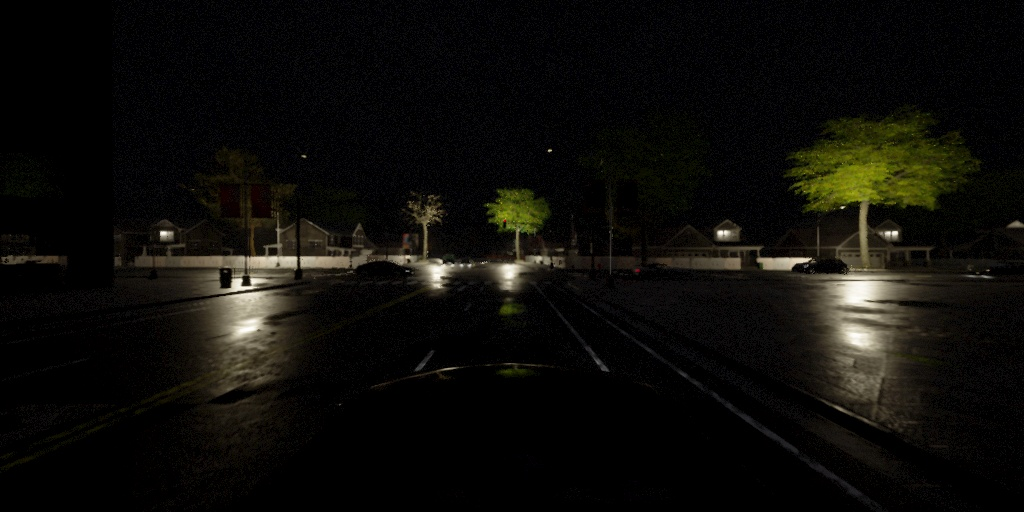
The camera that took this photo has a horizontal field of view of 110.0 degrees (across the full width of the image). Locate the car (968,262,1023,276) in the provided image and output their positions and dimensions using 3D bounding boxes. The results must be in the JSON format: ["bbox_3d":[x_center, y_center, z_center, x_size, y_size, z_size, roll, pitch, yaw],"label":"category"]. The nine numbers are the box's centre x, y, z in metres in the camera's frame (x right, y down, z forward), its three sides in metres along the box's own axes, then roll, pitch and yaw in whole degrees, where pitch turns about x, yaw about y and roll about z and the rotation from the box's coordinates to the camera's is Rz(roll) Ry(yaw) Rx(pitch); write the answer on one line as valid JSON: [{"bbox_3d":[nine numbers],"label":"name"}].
[{"bbox_3d":[48.933,1.309,35.531,5.357,1.411,2.033,0,0,2],"label":"car"}]

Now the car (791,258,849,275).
[{"bbox_3d":[31.097,1.009,36.301,4.553,1.767,2.097,0,0,2],"label":"car"}]

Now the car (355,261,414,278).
[{"bbox_3d":[-11.099,1.185,31.333,4.892,1.490,1.837,1,0,2],"label":"car"}]

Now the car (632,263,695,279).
[{"bbox_3d":[12.790,1.261,30.416,4.718,1.301,1.895,0,0,2],"label":"car"}]

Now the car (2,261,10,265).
[{"bbox_3d":[-47.381,1.094,32.727,4.718,1.301,1.895,0,0,2],"label":"car"}]
